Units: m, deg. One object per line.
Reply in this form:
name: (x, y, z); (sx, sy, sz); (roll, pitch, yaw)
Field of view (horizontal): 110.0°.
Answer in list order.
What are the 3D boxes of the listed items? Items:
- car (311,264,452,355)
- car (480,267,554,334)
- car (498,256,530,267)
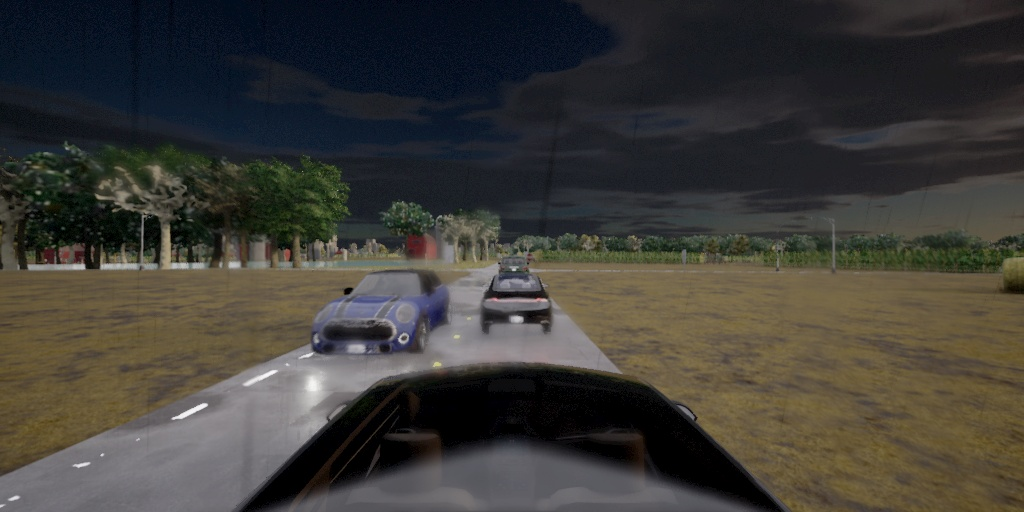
car: (-2.844, 1.116, 8.815); (2.097, 1.767, 4.553); (0, 0, 0)
car: (0.111, 1.260, 10.734); (2.128, 1.511, 4.902); (0, 0, 0)
car: (0.125, 1.018, 26.549); (2.150, 2.045, 5.566); (0, 0, 0)
